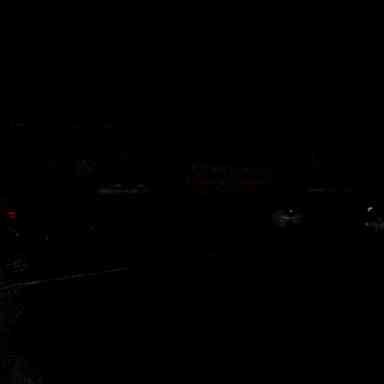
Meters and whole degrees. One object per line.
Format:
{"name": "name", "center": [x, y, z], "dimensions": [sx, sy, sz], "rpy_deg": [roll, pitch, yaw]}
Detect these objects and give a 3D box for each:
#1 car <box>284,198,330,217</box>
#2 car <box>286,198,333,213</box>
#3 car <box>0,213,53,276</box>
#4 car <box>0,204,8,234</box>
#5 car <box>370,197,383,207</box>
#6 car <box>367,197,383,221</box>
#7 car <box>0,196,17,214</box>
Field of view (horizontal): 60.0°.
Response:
{"name": "car", "center": [10.035, 1.436, 29.476], "dimensions": [4.181, 1.385, 1.994], "rpy_deg": [0, 0, -36]}
{"name": "car", "center": [12.668, 1.390, 35.754], "dimensions": [5.357, 1.411, 2.033], "rpy_deg": [0, 0, -36]}
{"name": "car", "center": [-6.297, 1.506, 8.756], "dimensions": [4.892, 1.490, 1.837], "rpy_deg": [0, 0, -36]}
{"name": "car", "center": [-12.462, 1.496, 17.256], "dimensions": [4.902, 1.511, 2.128], "rpy_deg": [0, 0, -36]}
{"name": "car", "center": [26.707, 1.361, 45.875], "dimensions": [4.718, 1.301, 1.895], "rpy_deg": [0, 0, -36]}
{"name": "car", "center": [14.682, 1.218, 24.204], "dimensions": [4.553, 1.767, 2.097], "rpy_deg": [0, 0, -36]}
{"name": "car", "center": [-10.573, 1.226, 14.301], "dimensions": [5.566, 2.045, 2.150], "rpy_deg": [0, 0, -36]}
